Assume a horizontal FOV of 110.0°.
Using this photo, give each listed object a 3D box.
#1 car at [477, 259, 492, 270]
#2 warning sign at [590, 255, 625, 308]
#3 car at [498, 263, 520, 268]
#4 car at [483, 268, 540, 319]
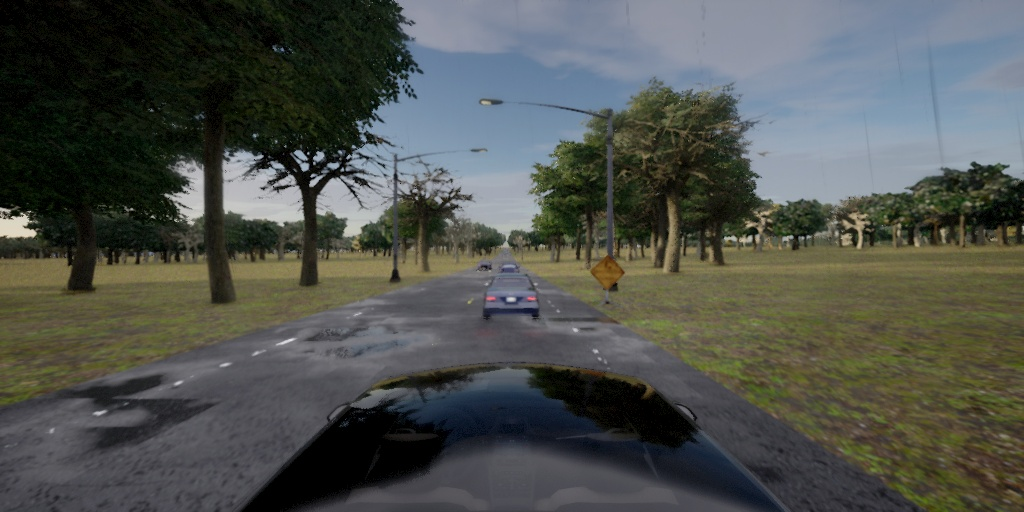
[{"bbox_3d":[-4.206,1.259,55.263,2.097,1.767,4.553,0,0,0],"label":"car"},{"bbox_3d":[3.483,0.877,13.192,1.300,1.860,1.060,0,0,-1],"label":"warning sign"},{"bbox_3d":[-0.256,1.358,32.583,1.812,1.442,4.674,0,0,0],"label":"car"},{"bbox_3d":[-0.024,1.310,12.882,2.033,1.411,5.357,0,0,0],"label":"car"}]
